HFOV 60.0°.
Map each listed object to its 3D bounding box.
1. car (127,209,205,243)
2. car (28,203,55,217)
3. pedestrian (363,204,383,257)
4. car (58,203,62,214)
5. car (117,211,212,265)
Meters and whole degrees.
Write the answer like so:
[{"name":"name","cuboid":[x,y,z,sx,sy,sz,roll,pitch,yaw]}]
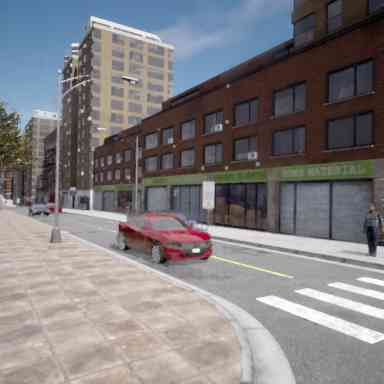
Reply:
[{"name":"car","cuboid":[-1.662,1.762,18.609,2.033,1.411,5.357,1,-1,-32]},{"name":"car","cuboid":[-17.723,2.092,38.492,2.033,1.411,5.357,1,-2,-32]},{"name":"pedestrian","cuboid":[6.263,1.299,11.575,0.375,1.860,0.375,1,0,-32]},{"name":"car","cuboid":[-19.682,2.227,46.957,1.882,1.535,5.008,1,-2,-32]},{"name":"car","cuboid":[-1.201,1.567,12.386,1.882,1.535,5.008,1,-1,-32]}]
